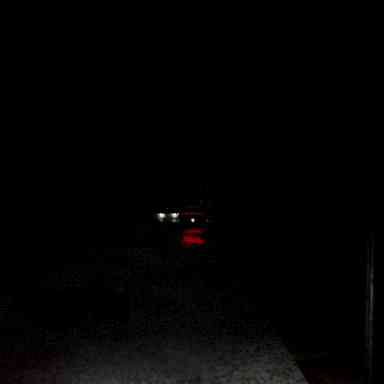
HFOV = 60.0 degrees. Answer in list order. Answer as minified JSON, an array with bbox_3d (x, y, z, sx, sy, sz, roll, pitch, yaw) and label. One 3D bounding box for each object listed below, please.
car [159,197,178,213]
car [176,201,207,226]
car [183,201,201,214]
[{"bbox_3d":[-2.999,1.669,42.984,2.150,2.045,5.566,0,-2,0],"label":"car"},{"bbox_3d":[0.050,1.642,24.364,1.837,1.490,4.892,0,-1,0],"label":"car"},{"bbox_3d":[-0.043,1.926,42.518,2.128,1.511,4.902,0,-1,0],"label":"car"}]
